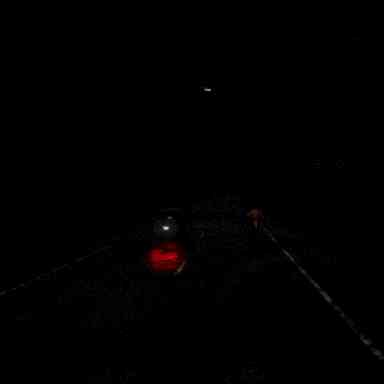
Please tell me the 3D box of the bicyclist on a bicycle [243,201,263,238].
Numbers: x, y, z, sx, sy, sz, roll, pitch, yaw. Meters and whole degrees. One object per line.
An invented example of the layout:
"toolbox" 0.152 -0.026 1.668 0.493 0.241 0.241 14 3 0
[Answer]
"bicyclist on a bicycle" 3.171 1.428 16.708 0.866 1.612 1.509 0 0 7

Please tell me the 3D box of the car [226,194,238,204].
"car" 7.417 1.537 60.616 1.994 1.385 4.181 0 0 6

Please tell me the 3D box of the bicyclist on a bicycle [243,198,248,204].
"bicyclist on a bicycle" 4.259 1.358 25.853 0.659 1.776 1.843 0 0 7

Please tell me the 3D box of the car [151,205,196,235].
"car" -0.970 1.495 18.696 1.837 1.490 4.892 0 0 7
